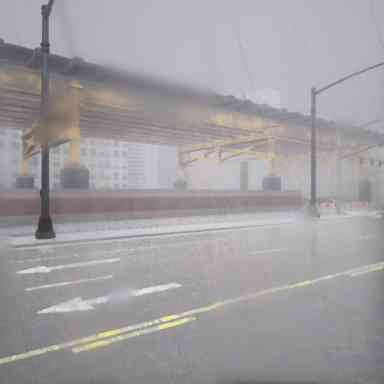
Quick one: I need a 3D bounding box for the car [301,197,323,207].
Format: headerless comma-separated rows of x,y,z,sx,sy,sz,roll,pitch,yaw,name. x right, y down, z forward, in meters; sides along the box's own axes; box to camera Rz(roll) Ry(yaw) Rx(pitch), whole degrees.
14.646,1.292,44.661,4.536,1.218,1.853,0,0,8,car

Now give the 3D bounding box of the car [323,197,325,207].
14.697,1.450,44.654,4.974,1.542,2.038,0,0,8,car

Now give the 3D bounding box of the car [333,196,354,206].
22.301,1.292,51.092,4.536,1.218,1.853,0,0,-7,car

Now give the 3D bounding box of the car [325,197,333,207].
18.442,1.450,47.339,2.038,1.542,4.974,0,0,18,car

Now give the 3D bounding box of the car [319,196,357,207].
22.353,1.450,51.098,4.974,1.542,2.038,0,0,-7,car

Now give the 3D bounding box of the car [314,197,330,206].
18.458,1.292,47.388,1.853,1.218,4.536,0,0,18,car
